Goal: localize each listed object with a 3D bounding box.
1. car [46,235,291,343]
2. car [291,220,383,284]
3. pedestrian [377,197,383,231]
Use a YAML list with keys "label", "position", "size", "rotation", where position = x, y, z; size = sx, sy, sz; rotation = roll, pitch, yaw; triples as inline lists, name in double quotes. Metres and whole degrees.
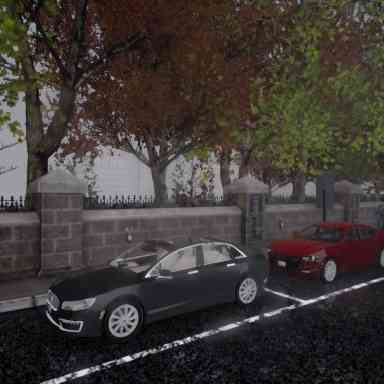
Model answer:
- label: "car"
  position: [-0.400, 1.551, 6.367]
  size: [4.403, 1.369, 2.008]
  rotation: [0, 0, -36]
- label: "car"
  position: [4.080, 1.546, 9.626]
  size: [4.507, 1.381, 1.887]
  rotation: [0, 0, -36]
- label: "pedestrian"
  position: [10.349, 1.147, 17.842]
  size: [0.375, 1.860, 0.375]
  rotation: [0, 0, -36]
